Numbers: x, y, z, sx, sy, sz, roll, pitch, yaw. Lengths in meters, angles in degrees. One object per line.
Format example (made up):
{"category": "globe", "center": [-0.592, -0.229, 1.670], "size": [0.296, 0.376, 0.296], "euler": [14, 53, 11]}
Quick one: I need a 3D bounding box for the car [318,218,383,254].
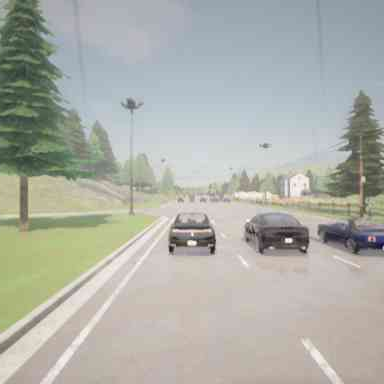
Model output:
{"category": "car", "center": [7.002, 1.738, 14.118], "size": [1.895, 1.301, 4.718], "euler": [0, -1, 0]}

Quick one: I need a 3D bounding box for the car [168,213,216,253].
{"category": "car", "center": [0.003, 1.632, 14.304], "size": [2.128, 1.511, 4.902], "euler": [0, 0, 0]}

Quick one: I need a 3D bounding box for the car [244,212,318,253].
{"category": "car", "center": [3.505, 1.619, 14.498], "size": [1.882, 1.535, 5.008], "euler": [0, 0, 0]}
